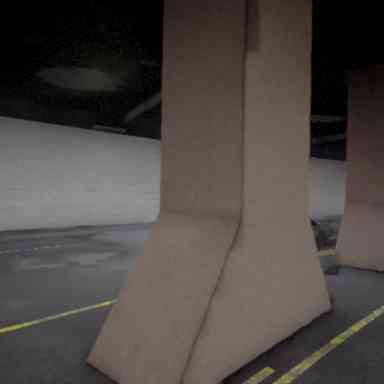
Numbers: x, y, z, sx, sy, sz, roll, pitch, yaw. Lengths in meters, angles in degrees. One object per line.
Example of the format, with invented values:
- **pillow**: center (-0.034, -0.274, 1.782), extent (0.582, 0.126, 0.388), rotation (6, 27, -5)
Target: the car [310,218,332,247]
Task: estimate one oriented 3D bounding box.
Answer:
- **car**: center (3.663, 1.604, 13.491), extent (4.718, 1.301, 1.895), rotation (1, 0, -39)
